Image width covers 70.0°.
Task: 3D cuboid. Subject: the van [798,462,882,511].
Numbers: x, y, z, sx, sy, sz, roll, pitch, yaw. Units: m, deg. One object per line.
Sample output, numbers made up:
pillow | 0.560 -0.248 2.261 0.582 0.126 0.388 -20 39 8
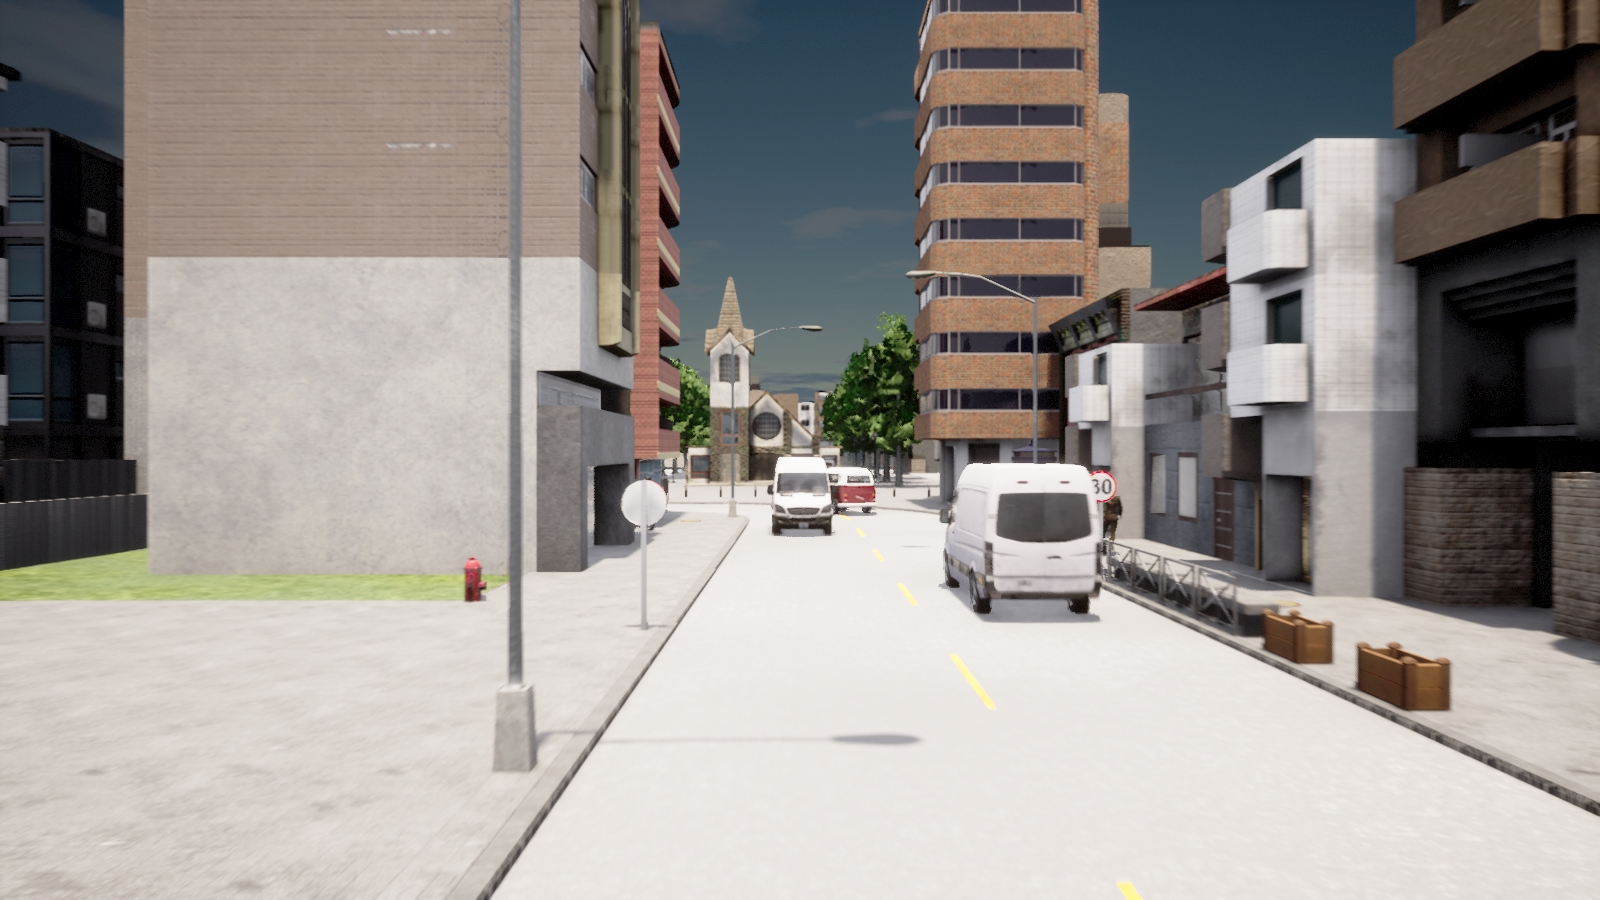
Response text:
van | 1.729 1.569 51.094 2.069 2.038 4.480 0 0 -23

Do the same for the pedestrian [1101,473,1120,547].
pedestrian | 7.866 1.526 28.971 0.375 1.860 0.375 0 0 2

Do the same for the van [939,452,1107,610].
van | 3.978 1.315 21.481 1.988 2.561 5.915 0 0 0

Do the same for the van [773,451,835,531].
van | 0.048 1.316 39.450 1.988 2.561 5.915 0 0 -1
